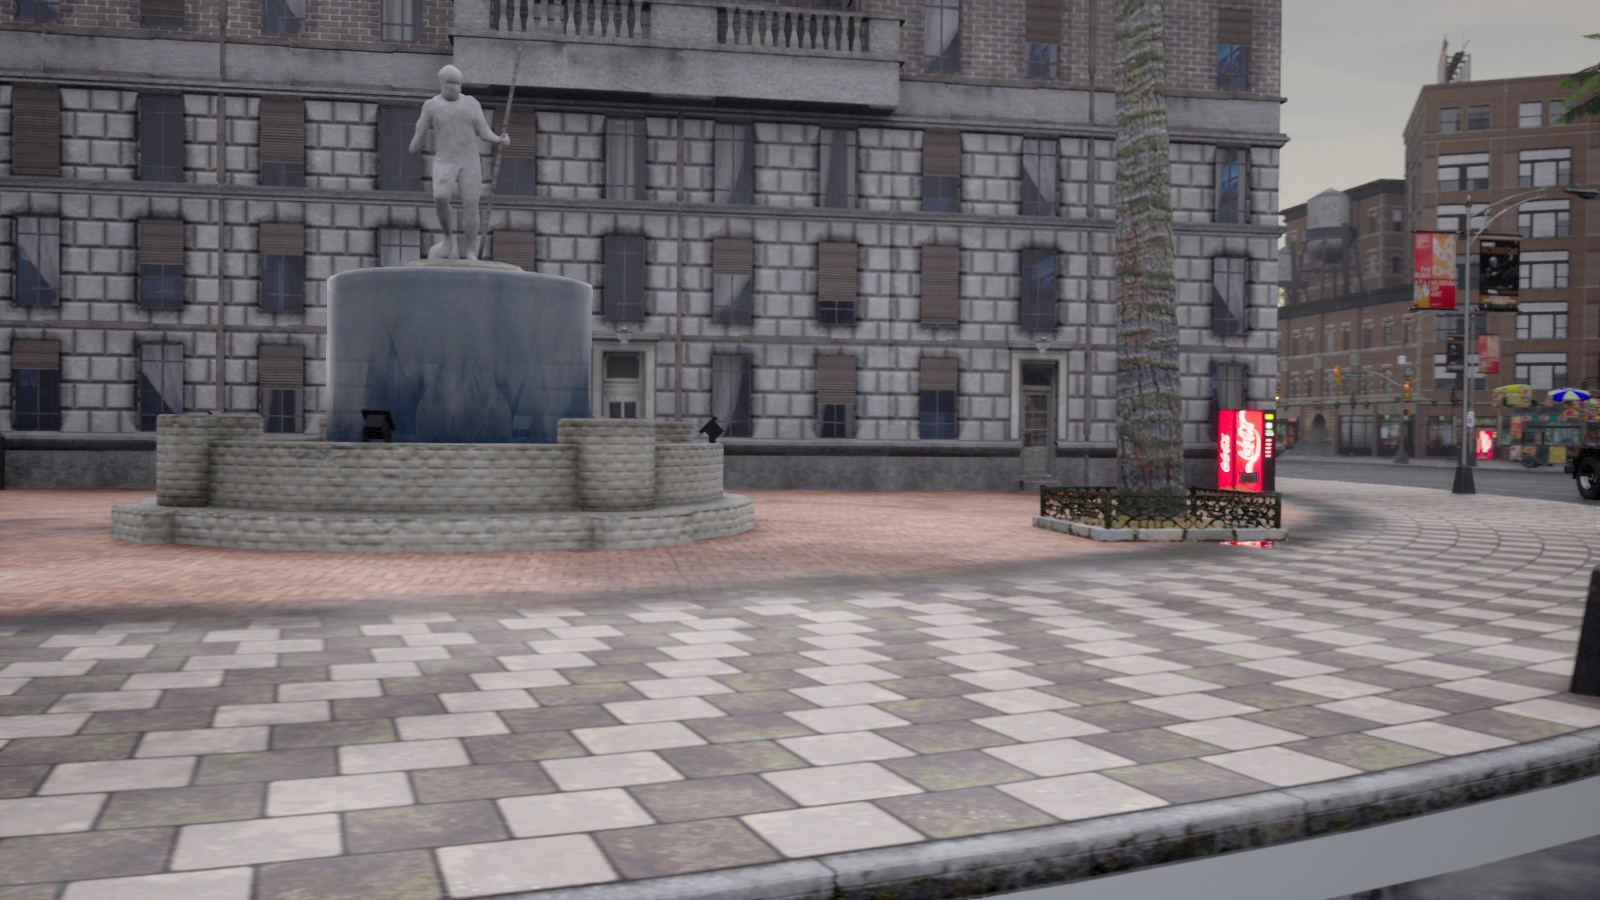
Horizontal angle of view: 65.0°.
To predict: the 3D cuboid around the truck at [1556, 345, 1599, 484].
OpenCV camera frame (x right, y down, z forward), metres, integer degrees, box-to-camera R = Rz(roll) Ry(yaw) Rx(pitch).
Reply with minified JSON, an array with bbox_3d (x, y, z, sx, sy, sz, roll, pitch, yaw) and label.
[{"bbox_3d":[21.327,-0.860,29.262,2.891,3.462,7.936,-1,1,2],"label":"truck"}]
